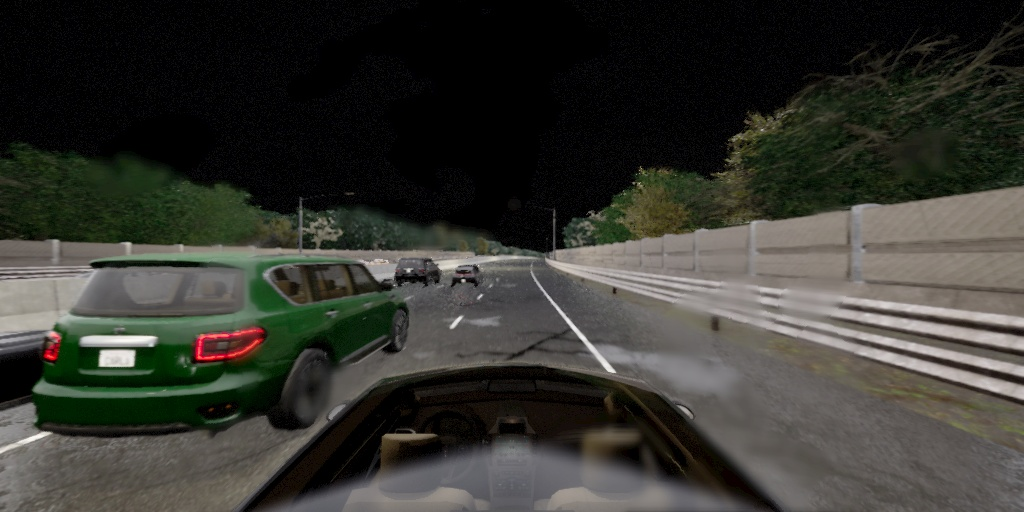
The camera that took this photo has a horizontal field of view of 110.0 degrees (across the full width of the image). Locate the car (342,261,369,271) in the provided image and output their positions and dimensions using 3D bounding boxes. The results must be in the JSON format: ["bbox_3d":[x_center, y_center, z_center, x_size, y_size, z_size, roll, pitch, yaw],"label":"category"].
[{"bbox_3d":[-23.418,1.438,53.879,1.812,1.442,4.674,0,0,3],"label":"car"}]

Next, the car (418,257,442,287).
[{"bbox_3d":[-6.659,1.104,25.954,2.150,2.045,5.566,0,0,1],"label":"car"}]

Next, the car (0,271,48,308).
[{"bbox_3d":[-21.051,1.334,12.772,2.033,1.411,5.357,0,0,0],"label":"car"}]

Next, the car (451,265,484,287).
[{"bbox_3d":[-3.154,1.392,26.002,1.837,1.490,4.892,0,0,1],"label":"car"}]

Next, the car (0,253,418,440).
[{"bbox_3d":[-3.388,0.991,5.765,2.150,2.045,5.566,0,0,0],"label":"car"}]

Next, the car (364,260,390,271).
[{"bbox_3d":[-19.958,1.392,53.251,1.882,1.535,5.008,0,0,3],"label":"car"}]

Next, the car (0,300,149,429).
[{"bbox_3d":[-6.893,1.351,3.509,1.895,1.301,4.718,0,0,0],"label":"car"}]
